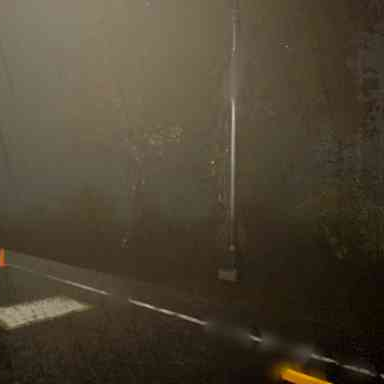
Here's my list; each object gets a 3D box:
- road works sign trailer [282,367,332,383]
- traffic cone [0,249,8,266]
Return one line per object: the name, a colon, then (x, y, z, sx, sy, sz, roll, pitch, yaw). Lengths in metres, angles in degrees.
road works sign trailer: (2.104, 0.627, 2.720, 2.880, 3.560, 2.380, -1, -3, 40)
traffic cone: (-6.903, 2.380, 12.126, 0.340, 0.580, 0.340, -1, -3, 40)
